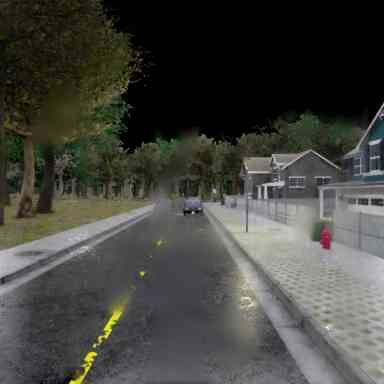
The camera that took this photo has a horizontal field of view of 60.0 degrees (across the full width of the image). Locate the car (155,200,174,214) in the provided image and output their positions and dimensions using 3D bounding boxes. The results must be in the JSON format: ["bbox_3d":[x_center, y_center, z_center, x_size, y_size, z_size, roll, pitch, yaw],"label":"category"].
[{"bbox_3d":[-2.848,1.540,35.359,1.812,1.442,4.674,0,0,0],"label":"car"}]

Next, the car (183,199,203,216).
[{"bbox_3d":[0.103,1.614,33.208,1.895,1.301,4.718,0,0,0],"label":"car"}]

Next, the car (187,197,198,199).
[{"bbox_3d":[0.107,1.376,43.735,2.097,1.767,4.553,0,0,0],"label":"car"}]
